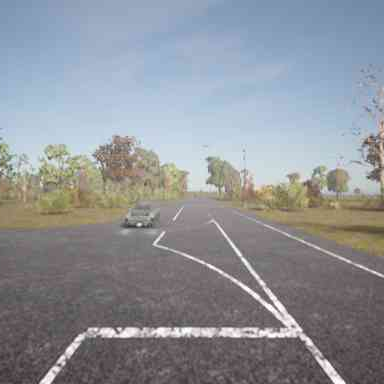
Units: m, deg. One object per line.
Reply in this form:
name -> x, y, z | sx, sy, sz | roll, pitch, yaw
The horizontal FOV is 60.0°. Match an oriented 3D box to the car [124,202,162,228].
car -> -3.391, 1.529, 23.685 | 2.097, 1.767, 4.553 | 0, 0, 0
